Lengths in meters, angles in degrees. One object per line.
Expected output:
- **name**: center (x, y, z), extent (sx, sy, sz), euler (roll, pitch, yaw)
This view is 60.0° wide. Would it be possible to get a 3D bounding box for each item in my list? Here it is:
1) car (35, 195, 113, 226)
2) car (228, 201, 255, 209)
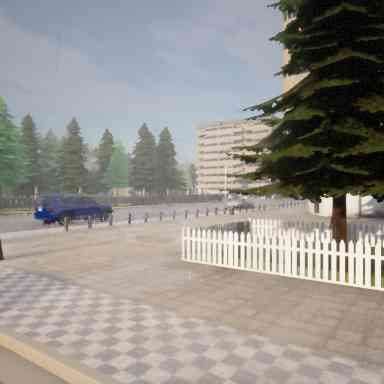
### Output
- **car**: center (-8.196, 1.221, 23.577), extent (2.150, 2.045, 5.566), euler (0, 0, 36)
- **car**: center (6.678, 1.601, 44.350), extent (1.895, 1.301, 4.718), euler (0, 0, 36)
